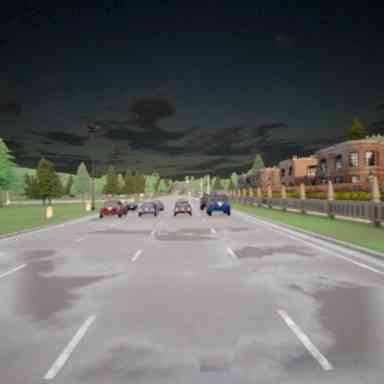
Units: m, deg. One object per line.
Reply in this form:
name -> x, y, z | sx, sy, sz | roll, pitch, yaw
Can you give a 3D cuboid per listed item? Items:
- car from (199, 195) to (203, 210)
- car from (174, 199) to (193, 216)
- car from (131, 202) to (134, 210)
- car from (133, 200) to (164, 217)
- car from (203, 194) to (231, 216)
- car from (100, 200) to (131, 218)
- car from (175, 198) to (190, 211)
car -> 2.207, 1.321, 44.381 | 2.150, 2.045, 5.566 | -1, 0, -2
car -> -0.918, 1.682, 34.149 | 2.033, 1.411, 5.357 | -1, 0, -1
car -> -8.288, 1.934, 44.509 | 1.895, 1.301, 4.718 | -1, 0, -2
car -> -4.423, 1.761, 34.430 | 2.033, 1.411, 5.357 | -1, 0, -1
car -> 2.586, 1.276, 33.630 | 2.150, 2.045, 5.566 | -1, 0, -1
car -> -7.918, 1.642, 33.968 | 2.097, 1.767, 4.553 | -1, 0, -1
car -> -1.291, 1.684, 44.584 | 1.837, 1.490, 4.892 | -1, 0, -2
